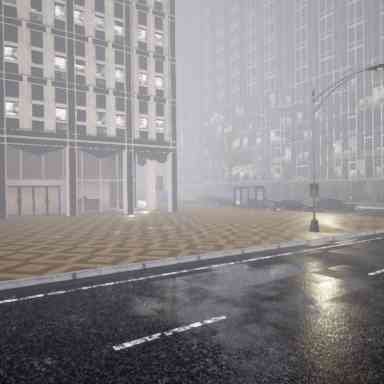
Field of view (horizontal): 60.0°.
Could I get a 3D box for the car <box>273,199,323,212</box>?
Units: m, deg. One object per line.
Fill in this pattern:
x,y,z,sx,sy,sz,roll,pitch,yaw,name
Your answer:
11.251,1.423,35.626,1.947,1.339,4.313,0,1,-35,car

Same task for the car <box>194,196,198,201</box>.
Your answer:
2.157,1.042,63.861,1.802,1.307,4.206,0,1,-35,car

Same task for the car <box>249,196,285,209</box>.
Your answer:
9.615,1.316,42.785,1.994,1.385,4.181,-1,1,-35,car

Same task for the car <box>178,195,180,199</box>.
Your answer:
-4.285,0.935,73.227,1.802,1.307,4.206,0,1,-35,car

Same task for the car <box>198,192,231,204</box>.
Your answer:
3.728,1.205,51.362,2.033,1.411,5.357,-1,1,-34,car

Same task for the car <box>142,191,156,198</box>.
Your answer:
-10.728,0.685,82.590,1.967,1.590,4.097,0,1,-35,car

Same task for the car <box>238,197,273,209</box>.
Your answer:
8.044,1.388,40.321,1.802,1.307,4.206,0,1,-35,car

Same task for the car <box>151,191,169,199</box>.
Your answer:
-7.507,0.614,77.906,2.192,1.841,5.009,0,1,-35,car

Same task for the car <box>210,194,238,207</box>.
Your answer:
4.871,1.319,45.036,1.947,1.339,4.313,0,1,-35,car

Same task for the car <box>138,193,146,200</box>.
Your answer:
-11.190,1.038,68.478,2.008,1.369,4.403,0,1,-35,car

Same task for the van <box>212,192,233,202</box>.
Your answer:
5.377,0.855,59.175,1.690,1.788,3.998,0,1,-35,van

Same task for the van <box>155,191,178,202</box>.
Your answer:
-4.747,0.936,59.110,1.690,1.788,3.998,0,1,-35,van

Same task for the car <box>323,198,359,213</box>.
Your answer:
15.009,1.364,34.946,1.812,1.442,4.674,-1,1,-34,car
